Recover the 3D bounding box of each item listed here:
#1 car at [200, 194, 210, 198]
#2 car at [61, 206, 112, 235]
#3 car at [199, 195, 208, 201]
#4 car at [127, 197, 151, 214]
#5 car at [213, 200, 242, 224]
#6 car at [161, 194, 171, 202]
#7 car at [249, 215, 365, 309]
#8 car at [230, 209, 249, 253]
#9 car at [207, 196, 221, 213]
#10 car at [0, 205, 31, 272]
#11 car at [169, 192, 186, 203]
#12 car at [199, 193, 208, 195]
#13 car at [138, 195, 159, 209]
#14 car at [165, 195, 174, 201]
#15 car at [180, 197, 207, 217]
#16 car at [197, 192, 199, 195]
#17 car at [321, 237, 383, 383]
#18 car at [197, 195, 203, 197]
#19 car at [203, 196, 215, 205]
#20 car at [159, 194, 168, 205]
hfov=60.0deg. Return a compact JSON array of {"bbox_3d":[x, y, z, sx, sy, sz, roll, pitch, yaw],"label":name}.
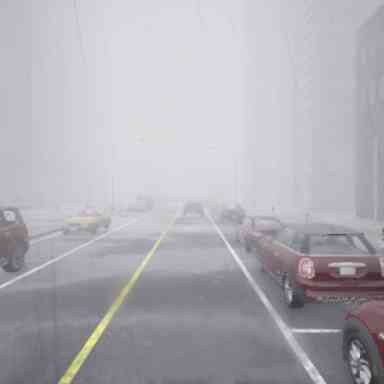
[{"bbox_3d":[2.410,1.400,46.106,1.882,1.535,5.008,0,0,0],"label":"car"},{"bbox_3d":[-5.746,1.487,18.551,1.752,1.417,4.829,0,0,0],"label":"car"},{"bbox_3d":[2.850,1.445,83.807,1.947,1.339,4.313,0,0,0],"label":"car"},{"bbox_3d":[-5.728,1.516,35.000,1.802,1.307,4.206,0,0,0],"label":"car"},{"bbox_3d":[2.785,1.500,24.131,1.887,1.381,4.507,0,0,0],"label":"car"},{"bbox_3d":[-5.688,1.330,72.982,1.967,1.590,4.097,0,0,0],"label":"car"},{"bbox_3d":[2.767,1.425,7.856,1.967,1.590,4.097,0,0,0],"label":"car"},{"bbox_3d":[2.774,1.557,13.281,1.802,1.307,4.206,0,0,0],"label":"car"},{"bbox_3d":[2.797,1.463,35.151,1.752,1.417,4.829,0,0,0],"label":"car"},{"bbox_3d":[-5.758,1.297,7.869,2.192,1.841,5.009,0,0,0],"label":"car"},{"bbox_3d":[-2.928,1.106,67.247,2.150,2.045,5.566,0,0,0],"label":"car"},{"bbox_3d":[2.826,1.456,62.106,2.008,1.369,4.403,0,0,0],"label":"car"},{"bbox_3d":[-5.723,1.242,40.425,2.192,1.841,5.009,0,0,0],"label":"car"},{"bbox_3d":[-5.675,1.458,83.834,1.802,1.307,4.206,0,0,0],"label":"car"},{"bbox_3d":[0.133,1.447,30.523,1.837,1.490,4.892,0,0,0],"label":"car"},{"bbox_3d":[2.837,1.208,72.956,2.192,1.841,5.009,0,0,0],"label":"car"},{"bbox_3d":[2.761,1.436,2.431,1.967,1.590,4.097,0,0,0],"label":"car"},{"bbox_3d":[0.105,1.487,45.362,1.994,1.385,4.181,0,0,1],"label":"car"},{"bbox_3d":[2.819,1.455,56.681,1.887,1.381,4.507,0,0,0],"label":"car"},{"bbox_3d":[-5.705,1.452,56.703,1.887,1.381,4.507,0,0,0],"label":"car"}]
